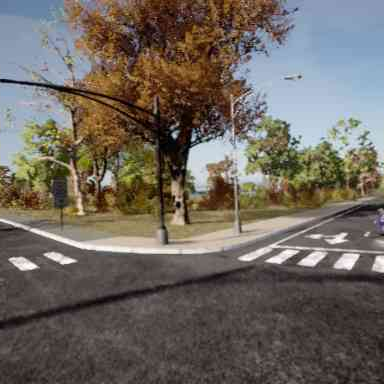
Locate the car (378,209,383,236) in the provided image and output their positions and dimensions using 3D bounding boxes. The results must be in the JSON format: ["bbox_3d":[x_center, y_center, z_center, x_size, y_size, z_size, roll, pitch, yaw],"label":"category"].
[{"bbox_3d":[10.695,1.206,16.812,2.097,1.767,4.553,-2,-1,32],"label":"car"}]
